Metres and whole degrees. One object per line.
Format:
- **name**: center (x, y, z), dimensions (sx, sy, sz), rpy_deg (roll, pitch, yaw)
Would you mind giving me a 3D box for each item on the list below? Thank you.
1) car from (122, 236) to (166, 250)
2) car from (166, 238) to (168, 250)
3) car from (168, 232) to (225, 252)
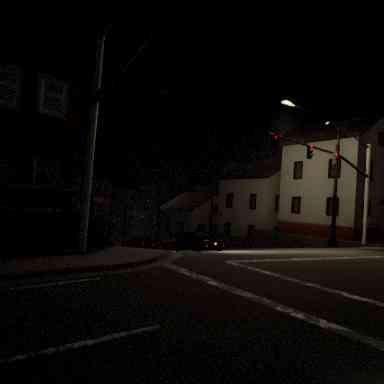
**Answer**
- **car**: center (-4.797, 4.814, 30.833), dimensions (1.882, 1.535, 5.008), rpy_deg (6, -15, -35)
- **car**: center (-1.348, 4.864, 32.356), dimensions (2.097, 1.767, 4.553), rpy_deg (6, -14, -35)
- **car**: center (0.414, 3.531, 23.618), dimensions (1.994, 1.385, 4.181), rpy_deg (6, -12, -35)
